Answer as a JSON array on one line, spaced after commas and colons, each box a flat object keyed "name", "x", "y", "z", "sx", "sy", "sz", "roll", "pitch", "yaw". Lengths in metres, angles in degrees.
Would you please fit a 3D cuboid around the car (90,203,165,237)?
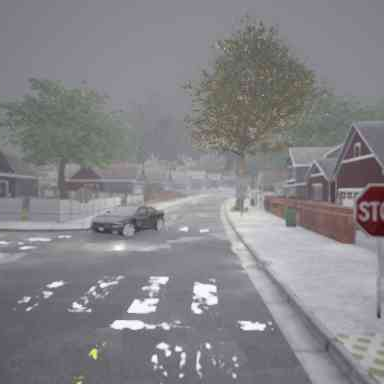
[{"name": "car", "x": -3.137, "y": 1.375, "z": 17.222, "sx": 1.882, "sy": 1.535, "sz": 5.008, "roll": 2, "pitch": 1, "yaw": 22}]
